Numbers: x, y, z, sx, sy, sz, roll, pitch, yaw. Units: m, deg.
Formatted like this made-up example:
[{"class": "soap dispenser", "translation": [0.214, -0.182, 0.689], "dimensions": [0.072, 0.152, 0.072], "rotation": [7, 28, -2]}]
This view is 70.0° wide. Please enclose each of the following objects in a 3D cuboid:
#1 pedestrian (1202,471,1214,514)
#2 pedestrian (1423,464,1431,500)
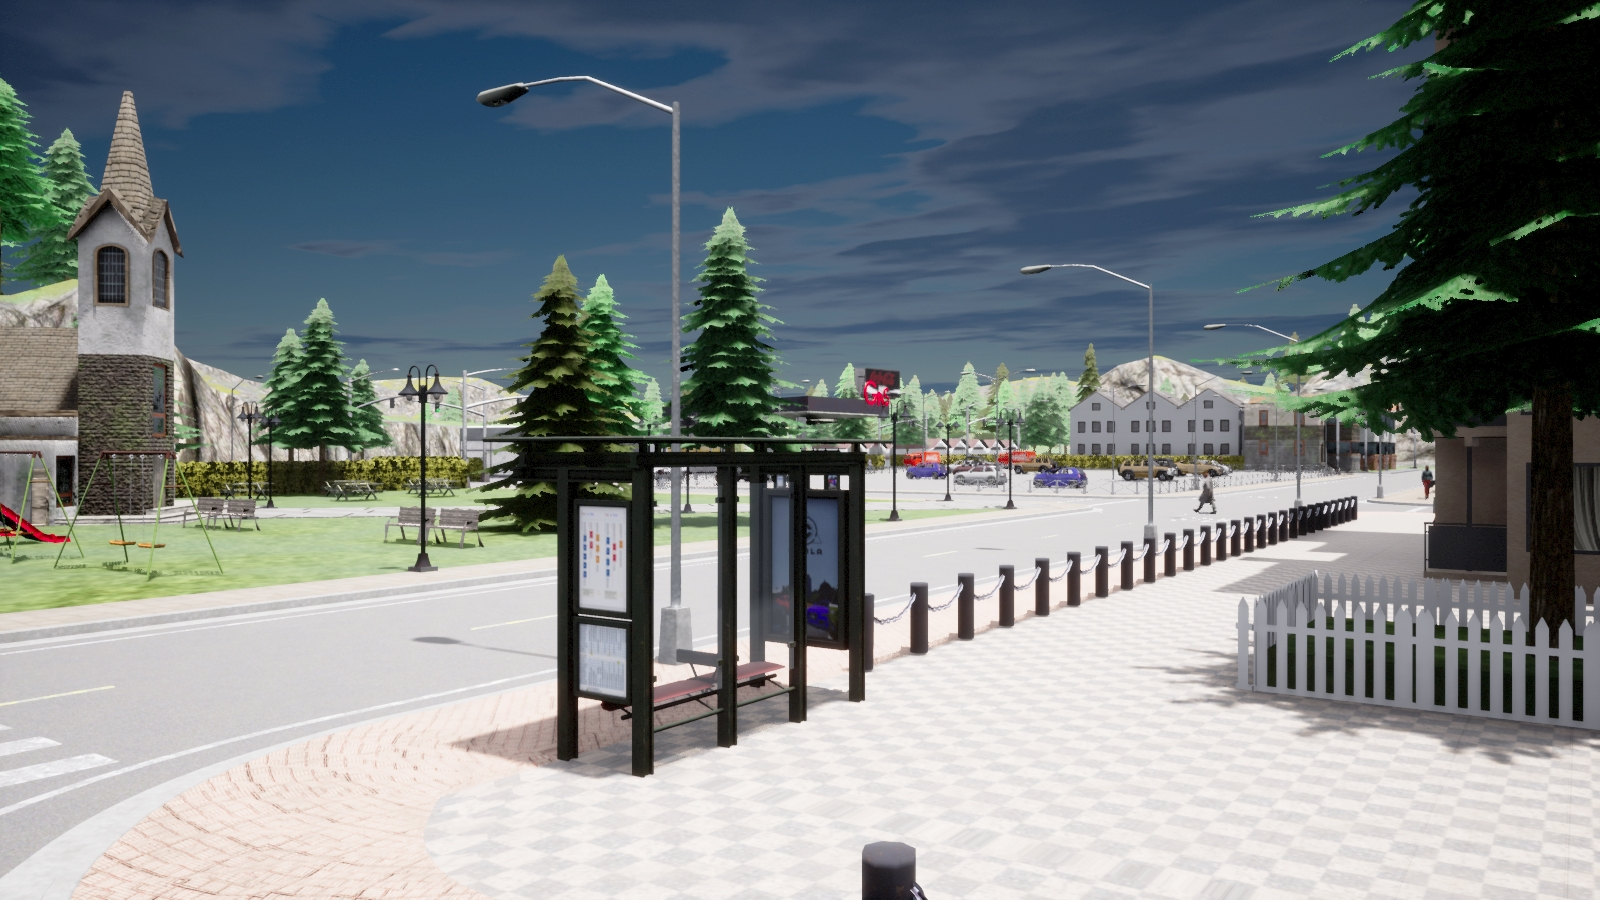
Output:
[{"class": "pedestrian", "translation": [17.619, 1.820, 49.316], "dimensions": [0.375, 1.860, 0.375], "rotation": [0, 0, -44]}, {"class": "pedestrian", "translation": [33.041, 1.673, 60.225], "dimensions": [0.375, 1.860, 0.375], "rotation": [0, 0, 30]}]
